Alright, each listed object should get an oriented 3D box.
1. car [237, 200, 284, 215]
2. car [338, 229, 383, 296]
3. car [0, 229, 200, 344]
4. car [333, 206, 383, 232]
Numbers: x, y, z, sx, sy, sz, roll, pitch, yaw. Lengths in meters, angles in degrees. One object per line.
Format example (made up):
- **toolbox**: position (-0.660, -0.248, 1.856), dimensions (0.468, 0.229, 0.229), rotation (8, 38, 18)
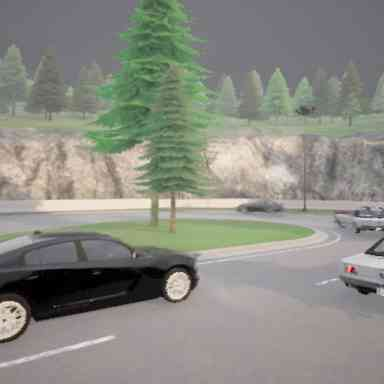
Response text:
- **car**: position (7.159, 1.573, 34.902), dimensions (4.902, 1.511, 2.128), rotation (0, 0, 28)
- **car**: position (5.476, 1.637, 7.620), dimensions (4.718, 1.301, 1.895), rotation (0, 0, -36)
- **car**: position (-2.118, 1.474, 6.482), dimensions (5.008, 1.535, 1.882), rotation (1, 0, -36)
- **car**: position (10.105, 1.677, 19.788), dimensions (1.895, 1.301, 4.718), rotation (0, 0, 6)
